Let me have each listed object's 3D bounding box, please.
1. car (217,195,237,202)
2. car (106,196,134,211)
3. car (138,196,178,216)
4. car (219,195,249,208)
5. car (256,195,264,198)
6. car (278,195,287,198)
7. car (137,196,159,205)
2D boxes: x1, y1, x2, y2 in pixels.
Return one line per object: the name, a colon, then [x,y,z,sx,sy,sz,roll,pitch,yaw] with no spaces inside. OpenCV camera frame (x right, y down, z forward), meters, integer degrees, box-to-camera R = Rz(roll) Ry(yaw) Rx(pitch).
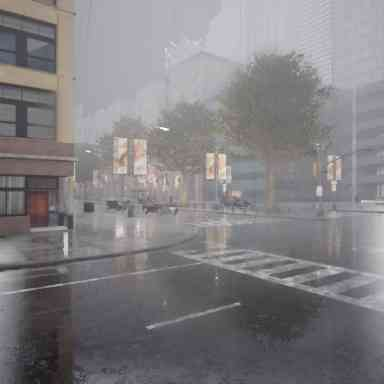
car: [8.022,1.413,76.669,2.161,1.482,4.786,0,0,-36]
car: [-8.940,1.352,41.294,2.097,1.767,4.553,0,0,-35]
car: [-3.225,1.492,33.279,2.128,1.511,4.902,0,0,-36]
car: [5.858,1.491,46.689,2.128,1.511,4.902,0,0,-36]
car: [17.687,1.463,83.099,1.895,1.301,4.718,0,0,-36]
car: [18.484,1.320,69.165,2.002,1.452,4.674,0,0,-36]
car: [-8.012,1.478,59.870,1.882,1.535,5.008,0,0,-36]
